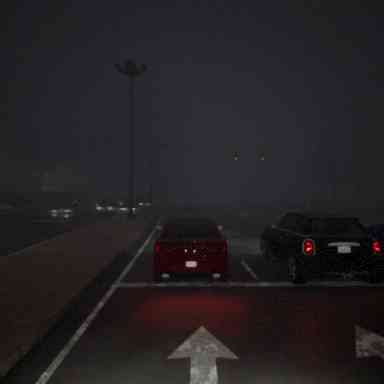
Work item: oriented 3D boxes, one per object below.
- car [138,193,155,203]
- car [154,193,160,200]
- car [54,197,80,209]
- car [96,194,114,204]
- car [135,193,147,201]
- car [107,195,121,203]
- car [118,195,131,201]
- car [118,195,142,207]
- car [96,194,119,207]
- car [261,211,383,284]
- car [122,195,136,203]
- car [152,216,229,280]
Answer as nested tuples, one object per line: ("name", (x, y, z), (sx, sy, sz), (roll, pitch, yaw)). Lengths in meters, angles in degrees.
("car", (-8.888, 1.448, 64.773), (1.895, 1.301, 4.718), (0, 0, 1))
("car", (-8.786, 1.114, 79.745), (2.097, 1.767, 4.553), (0, 0, 0))
("car", (-15.996, 1.379, 42.701), (1.882, 1.535, 5.008), (0, 0, 1))
("car", (-15.908, 1.209, 60.815), (2.097, 1.767, 4.553), (0, 0, 1))
("car", (-12.285, 1.114, 79.780), (2.097, 1.767, 4.553), (0, 0, 0))
("car", (-15.859, 1.366, 67.637), (1.812, 1.442, 4.674), (0, 0, 0))
("car", (-15.796, 1.398, 78.092), (1.895, 1.301, 4.718), (0, 0, 0))
("car", (-9.045, 1.485, 49.151), (1.895, 1.301, 4.718), (0, 0, 1))
("car", (-12.540, 1.236, 49.446), (2.097, 1.767, 4.553), (0, 0, 1))
("car", (3.447, 1.328, 9.706), (2.097, 1.767, 4.553), (0, 0, -1))
("car", (-12.378, 1.348, 65.330), (1.837, 1.490, 4.892), (0, 1, 1))
("car", (-0.053, 1.454, 9.895), (1.882, 1.535, 5.008), (0, 0, -1))
